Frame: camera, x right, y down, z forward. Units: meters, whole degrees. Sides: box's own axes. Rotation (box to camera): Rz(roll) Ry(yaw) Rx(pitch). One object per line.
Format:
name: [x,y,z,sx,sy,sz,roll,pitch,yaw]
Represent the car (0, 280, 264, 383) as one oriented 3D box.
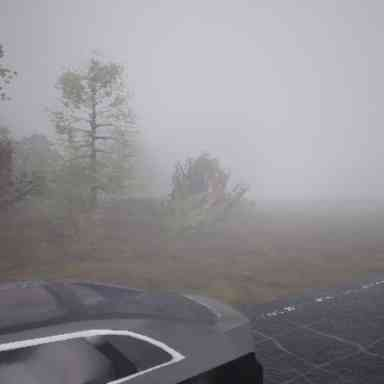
car: [-1.683,1.488,2.066,4.902,1.511,2.128,0,0,-35]
